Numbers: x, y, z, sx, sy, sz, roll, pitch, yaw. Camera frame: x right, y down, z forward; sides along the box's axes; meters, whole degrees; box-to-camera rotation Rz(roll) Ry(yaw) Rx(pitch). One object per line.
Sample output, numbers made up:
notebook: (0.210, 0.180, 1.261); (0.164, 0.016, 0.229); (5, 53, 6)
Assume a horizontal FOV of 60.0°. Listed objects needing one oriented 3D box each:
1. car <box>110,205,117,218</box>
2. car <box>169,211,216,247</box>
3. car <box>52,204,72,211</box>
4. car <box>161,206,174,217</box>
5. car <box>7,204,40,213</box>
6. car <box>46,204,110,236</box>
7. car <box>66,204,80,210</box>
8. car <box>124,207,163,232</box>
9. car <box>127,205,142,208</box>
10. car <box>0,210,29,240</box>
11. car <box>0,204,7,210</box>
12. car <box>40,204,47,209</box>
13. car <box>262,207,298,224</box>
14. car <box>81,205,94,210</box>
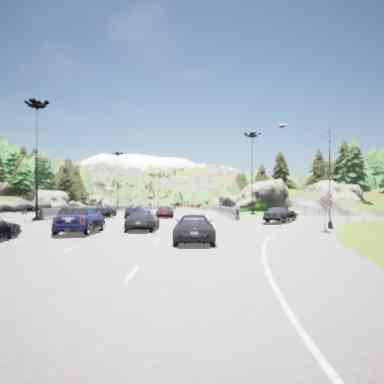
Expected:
car: (-10.186, 2.291, 39.365); (2.128, 1.511, 4.902); (0, -1, 1)
car: (0.104, 1.803, 16.408); (1.994, 1.385, 4.181); (0, -1, 0)
car: (-27.396, 3.304, 70.216); (2.033, 1.411, 5.357); (0, -2, 1)
car: (-3.184, 2.379, 40.051); (1.994, 1.385, 4.181); (0, -1, 1)
car: (-27.621, 2.684, 54.672); (1.882, 1.535, 5.008); (0, -2, 1)
car: (-6.886, 1.679, 20.662); (2.097, 1.767, 4.553); (0, -1, 0)
car: (-30.693, 3.936, 86.088); (1.837, 1.490, 4.892); (0, -3, 1)
car: (-3.370, 1.962, 22.895); (1.994, 1.385, 4.181); (0, -1, 0)
car: (-6.690, 2.301, 39.408); (2.128, 1.511, 4.902); (0, -1, 1)
car: (-10.400, 1.818, 16.116); (2.033, 1.411, 5.357); (0, -1, 0)
car: (-31.108, 2.751, 54.652); (2.033, 1.411, 5.357); (0, -2, 1)
car: (-30.899, 3.254, 70.006); (1.837, 1.490, 4.892); (0, -2, 1)
car: (8.137, 2.092, 30.517); (2.033, 1.411, 5.357); (-1, -2, 32)
car: (-27.186, 4.053, 86.564); (1.895, 1.301, 4.718); (0, -3, 1)
